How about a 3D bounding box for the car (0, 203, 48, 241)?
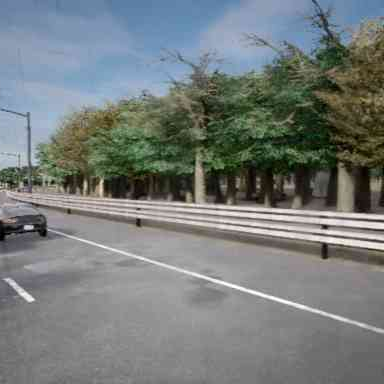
[{"bbox_3d":[-7.956,1.222,14.992,1.812,1.442,4.674,-2,2,-40],"label":"car"}]
